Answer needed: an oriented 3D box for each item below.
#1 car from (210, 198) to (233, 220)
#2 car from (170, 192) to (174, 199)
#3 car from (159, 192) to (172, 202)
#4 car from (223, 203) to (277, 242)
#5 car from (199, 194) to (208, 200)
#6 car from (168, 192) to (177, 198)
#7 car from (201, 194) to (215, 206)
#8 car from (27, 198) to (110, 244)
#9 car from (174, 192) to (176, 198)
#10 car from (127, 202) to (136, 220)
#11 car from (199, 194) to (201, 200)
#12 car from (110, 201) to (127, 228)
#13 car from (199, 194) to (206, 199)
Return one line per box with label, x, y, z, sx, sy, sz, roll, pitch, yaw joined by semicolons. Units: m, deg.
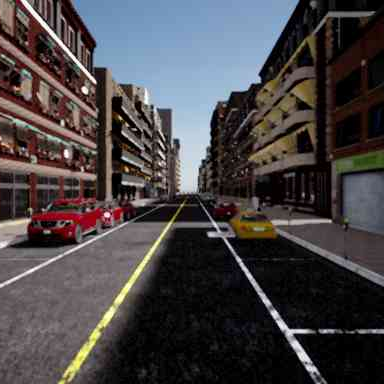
car;2.711;1.416;26.806;1.887;1.381;4.507;0;0;0
car;-5.637;1.202;71.906;2.008;1.369;4.403;0;0;0
car;-5.641;1.230;66.269;2.008;1.369;4.403;0;0;0
car;2.703;1.450;15.704;1.752;1.417;4.829;0;0;0
car;2.748;1.190;77.531;1.947;1.339;4.313;0;0;0
car;-5.619;0.855;94.450;2.192;1.841;5.009;0;0;0
car;2.728;1.313;49.350;2.008;1.369;4.403;0;0;0
car;-5.677;1.241;15.543;2.192;1.841;5.009;0;0;0
car;-5.628;1.140;83.178;1.887;1.381;4.507;0;0;0
car;-5.670;1.416;26.817;1.887;1.381;4.507;0;0;0
car;2.745;1.176;72.065;1.752;1.417;4.829;0;0;0
car;-5.674;1.339;21.179;1.967;1.590;4.097;0;0;0
car;2.756;1.150;88.804;1.802;1.307;4.206;0;0;0
